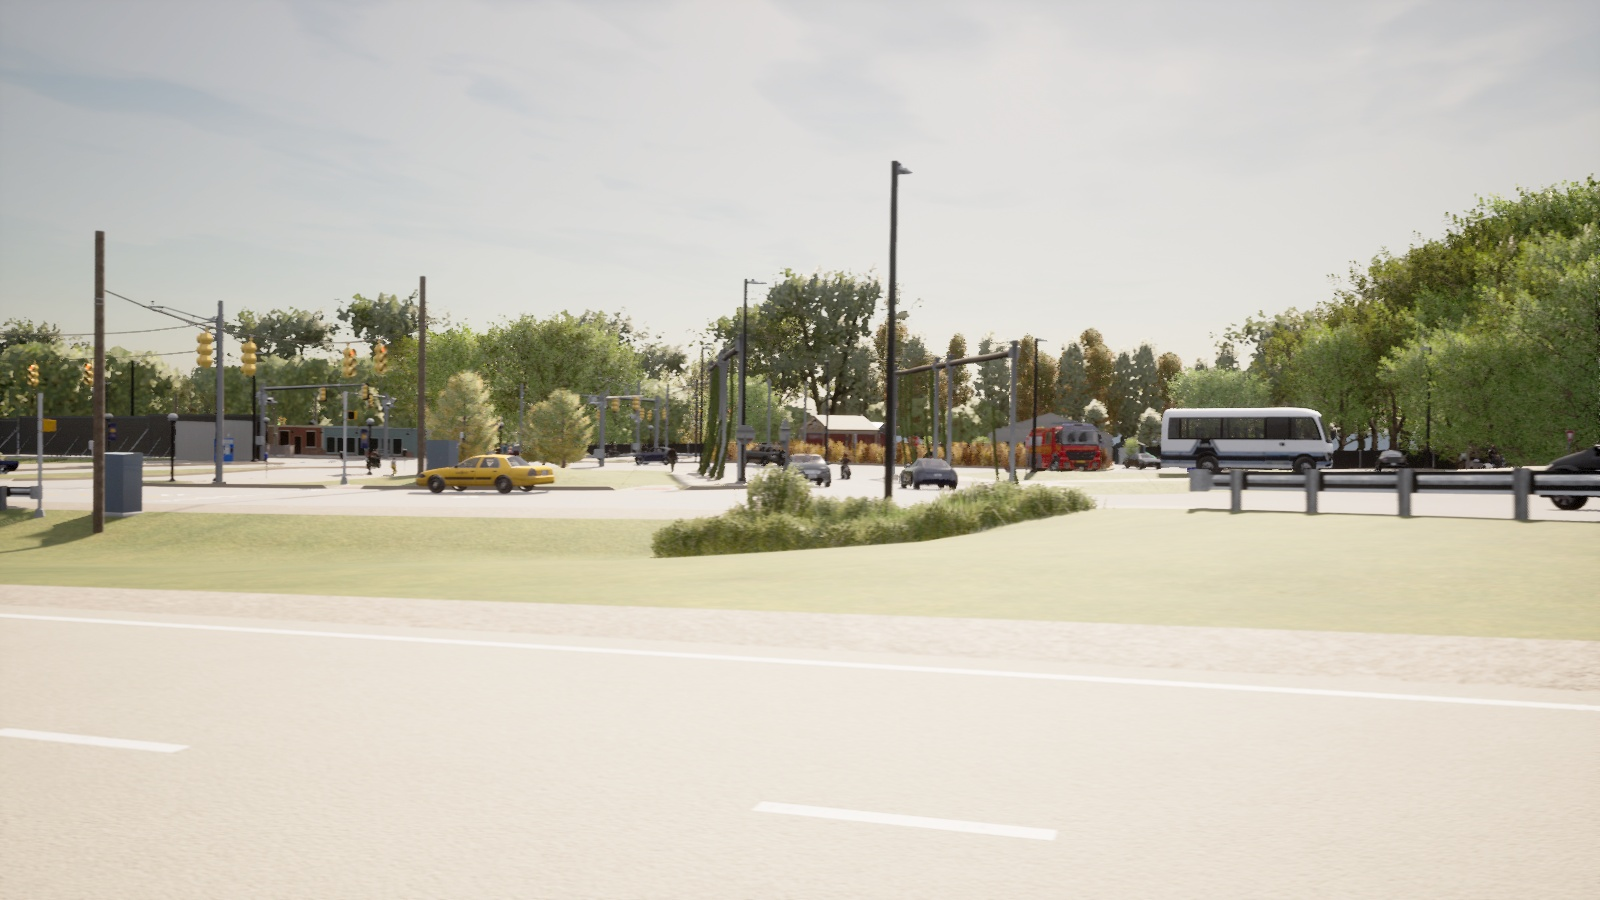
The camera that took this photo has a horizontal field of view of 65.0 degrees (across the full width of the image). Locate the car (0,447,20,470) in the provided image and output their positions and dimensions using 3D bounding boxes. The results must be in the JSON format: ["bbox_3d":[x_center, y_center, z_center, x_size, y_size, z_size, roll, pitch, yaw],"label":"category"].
[{"bbox_3d":[-47.432,0.508,71.801,1.895,1.301,4.718,1,1,18],"label":"car"}]

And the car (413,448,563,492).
[{"bbox_3d":[-11.824,0.731,47.650,5.366,1.575,1.801,0,1,18],"label":"car"}]

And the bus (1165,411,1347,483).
[{"bbox_3d":[28.464,-0.282,78.474,10.273,4.253,3.944,1,2,25],"label":"bus"}]

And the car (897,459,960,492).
[{"bbox_3d":[5.674,1.107,56.033,1.994,1.385,4.181,1,-1,-6],"label":"car"}]

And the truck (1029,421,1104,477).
[{"bbox_3d":[19.314,-0.048,91.710,2.891,3.827,8.468,1,0,-6],"label":"truck"}]

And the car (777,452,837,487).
[{"bbox_3d":[0.255,0.895,57.689,2.128,1.511,4.902,1,-1,-7],"label":"car"}]

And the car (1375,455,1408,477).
[{"bbox_3d":[41.418,1.081,87.996,1.812,1.442,4.674,1,1,22],"label":"car"}]

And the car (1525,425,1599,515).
[{"bbox_3d":[15.399,0.365,22.390,1.851,1.617,3.988,1,-2,-22],"label":"car"}]
